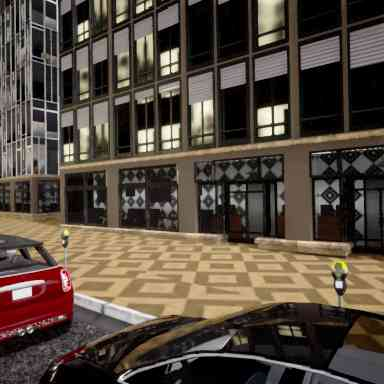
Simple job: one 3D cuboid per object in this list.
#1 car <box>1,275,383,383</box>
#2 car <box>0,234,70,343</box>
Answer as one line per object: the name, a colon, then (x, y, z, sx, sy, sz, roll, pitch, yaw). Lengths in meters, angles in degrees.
car: (0.663, 1.566, 2.439, 4.313, 1.339, 1.947, 0, -1, 36)
car: (-3.911, 1.441, 5.819, 4.097, 1.590, 1.967, 0, -1, 37)
